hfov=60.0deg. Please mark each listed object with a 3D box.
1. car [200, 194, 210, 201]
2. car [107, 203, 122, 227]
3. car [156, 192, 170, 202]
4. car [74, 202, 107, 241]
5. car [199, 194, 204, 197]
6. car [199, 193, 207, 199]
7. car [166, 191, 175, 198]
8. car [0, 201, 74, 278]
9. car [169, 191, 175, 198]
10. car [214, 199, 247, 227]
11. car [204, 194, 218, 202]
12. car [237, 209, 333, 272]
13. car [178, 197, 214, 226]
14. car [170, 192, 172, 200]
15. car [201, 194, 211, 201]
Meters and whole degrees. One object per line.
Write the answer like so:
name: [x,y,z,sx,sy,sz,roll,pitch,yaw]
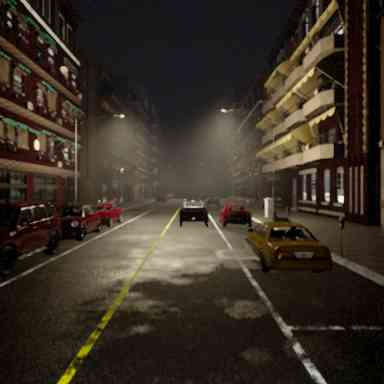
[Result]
car: [2.721,1.105,72.143,1.947,1.339,4.313,0,0,0]
car: [-5.680,1.409,21.426,1.887,1.381,4.507,0,0,0]
car: [-5.664,1.162,60.878,2.008,1.369,4.403,0,0,0]
car: [-5.683,1.340,15.788,1.967,1.590,4.097,0,0,0]
car: [0.117,1.286,41.216,2.033,1.411,5.357,0,0,0]
car: [2.725,1.048,83.416,1.802,1.307,4.206,0,0,0]
car: [-5.652,0.744,89.058,2.192,1.841,5.009,0,0,0]
car: [-5.684,1.251,10.152,2.192,1.841,5.009,0,0,0]
car: [-5.658,1.047,77.787,1.887,1.381,4.507,0,0,0]
car: [2.700,1.409,21.418,1.887,1.381,4.507,0,0,0]
car: [2.709,1.271,43.962,2.008,1.369,4.403,0,0,0]
car: [2.695,1.460,10.316,1.752,1.417,4.829,0,0,0]
car: [0.110,1.351,22.208,2.128,1.511,4.902,0,0,0]
car: [-5.663,1.126,66.515,2.008,1.369,4.403,0,0,0]
car: [2.719,1.099,66.677,1.752,1.417,4.829,0,0,0]
